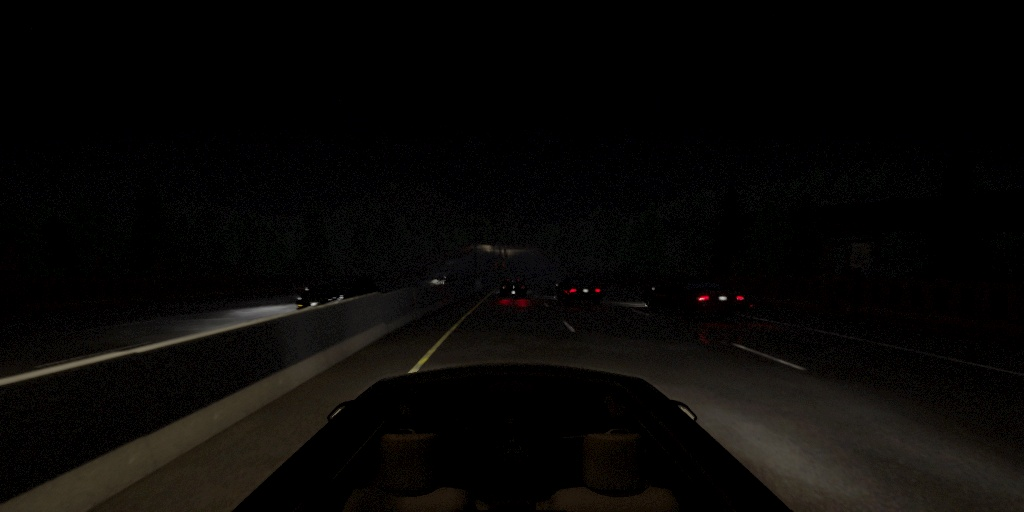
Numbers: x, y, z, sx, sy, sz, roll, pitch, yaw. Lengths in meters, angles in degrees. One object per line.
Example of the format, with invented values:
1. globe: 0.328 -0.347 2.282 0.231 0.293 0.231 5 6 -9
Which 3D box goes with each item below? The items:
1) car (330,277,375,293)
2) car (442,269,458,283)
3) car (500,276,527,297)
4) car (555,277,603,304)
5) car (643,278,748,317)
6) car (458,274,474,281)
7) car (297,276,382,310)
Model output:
1. car: -14.096 2.545 32.105 1.895 1.301 4.718 0 -3 0
2. car: -10.531 3.764 63.533 2.097 1.767 4.553 0 -1 1
3. car: 0.099 2.247 26.185 1.895 1.301 4.718 0 -3 0
4. car: 3.600 1.879 20.023 2.033 1.411 5.357 0 -3 0
5. car: 7.100 1.600 14.571 2.033 1.411 5.357 0 -3 0
6. car: -7.043 3.753 58.218 1.837 1.490 4.892 0 -2 1
7. car: -7.098 1.603 15.317 1.837 1.490 4.892 0 -3 0
